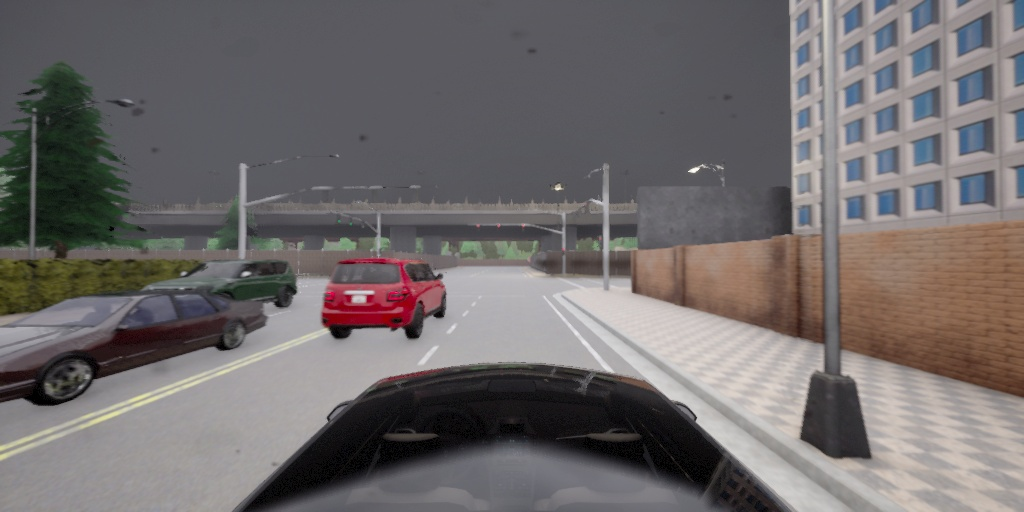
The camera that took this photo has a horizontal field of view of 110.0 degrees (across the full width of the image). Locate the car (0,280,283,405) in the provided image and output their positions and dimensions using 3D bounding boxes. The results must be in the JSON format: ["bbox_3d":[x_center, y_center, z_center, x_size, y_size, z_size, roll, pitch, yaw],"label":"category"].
[{"bbox_3d":[-7.061,1.365,6.655,2.033,1.411,5.357,0,-1,0],"label":"car"}]

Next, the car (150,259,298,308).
[{"bbox_3d":[-10.495,1.133,13.493,2.150,2.045,5.566,0,-1,0],"label":"car"}]

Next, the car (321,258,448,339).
[{"bbox_3d":[-3.395,1.093,10.650,2.150,2.045,5.566,0,-1,0],"label":"car"}]
